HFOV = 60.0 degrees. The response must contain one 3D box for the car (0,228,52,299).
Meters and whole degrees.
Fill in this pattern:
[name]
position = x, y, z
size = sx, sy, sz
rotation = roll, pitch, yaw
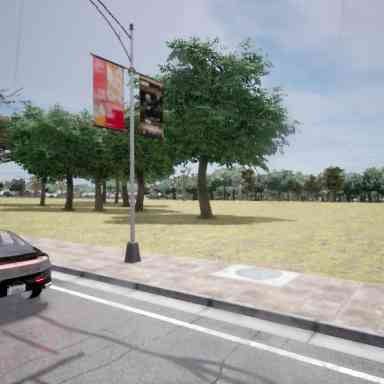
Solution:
[car]
position = -5.040, 1.514, 7.253
size = 4.902, 1.511, 2.128
rotation = 0, 0, 36
